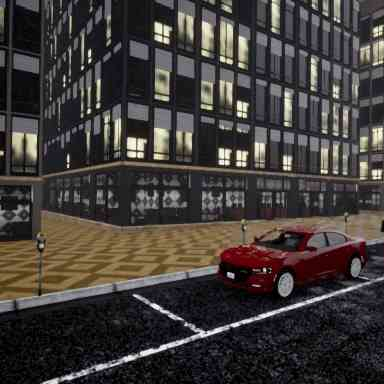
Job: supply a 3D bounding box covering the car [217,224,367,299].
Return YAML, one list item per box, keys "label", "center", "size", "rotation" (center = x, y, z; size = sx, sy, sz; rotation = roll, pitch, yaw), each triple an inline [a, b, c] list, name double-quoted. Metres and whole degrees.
- label: "car"
  center: [2.665, 1.547, 8.454]
  size: [4.507, 1.381, 1.887]
  rotation: [0, 1, -36]
